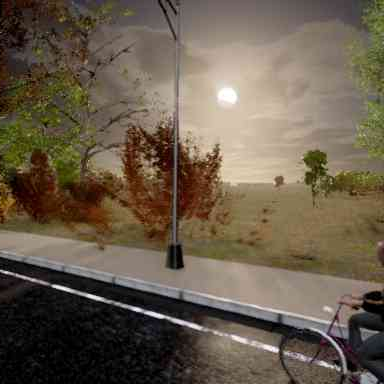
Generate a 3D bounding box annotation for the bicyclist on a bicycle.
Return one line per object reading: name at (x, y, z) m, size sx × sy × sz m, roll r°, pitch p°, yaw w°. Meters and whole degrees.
bicyclist on a bicycle at (1.770, 1.367, 3.373) m, size 1.843 × 1.776 × 0.659 m, roll 1°, pitch 0°, yaw 35°
